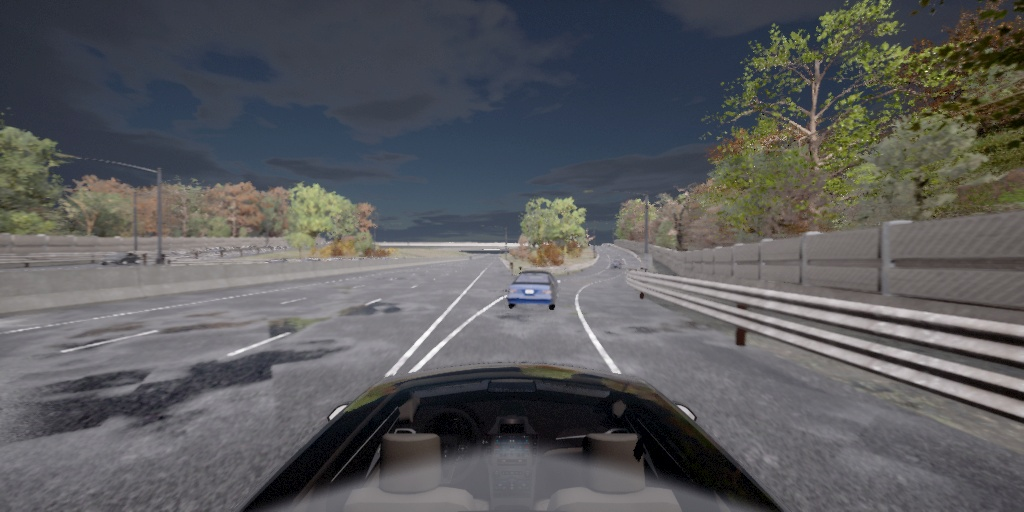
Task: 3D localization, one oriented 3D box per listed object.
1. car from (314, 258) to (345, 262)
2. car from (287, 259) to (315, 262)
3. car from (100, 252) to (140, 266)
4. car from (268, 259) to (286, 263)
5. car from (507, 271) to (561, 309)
[{"bbox_3d":[-22.962,1.209,46.133,1.895,1.301,4.718,0,0,-2],"label":"car"},{"bbox_3d":[-26.477,1.077,46.536,2.128,1.511,4.902,0,0,-2],"label":"car"},{"bbox_3d":[-44.426,0.356,40.765,1.837,1.490,4.892,0,1,-26],"label":"car"},{"bbox_3d":[-29.960,1.127,46.101,1.994,1.385,4.181,0,0,-2],"label":"car"},{"bbox_3d":[1.028,1.345,15.268,2.033,1.411,5.357,1,-1,9],"label":"car"}]
